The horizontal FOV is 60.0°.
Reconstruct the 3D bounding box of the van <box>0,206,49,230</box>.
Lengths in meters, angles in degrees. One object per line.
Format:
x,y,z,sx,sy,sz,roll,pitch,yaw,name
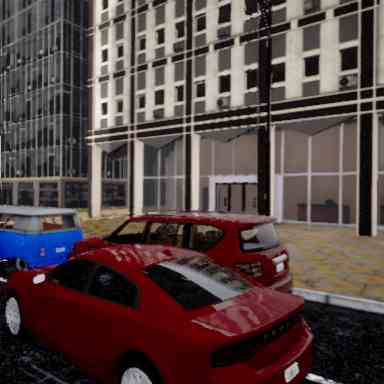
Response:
-5.114,1.353,10.210,3.998,1.788,1.690,0,0,36,van

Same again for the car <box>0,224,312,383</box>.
-0.928,1.485,4.708,5.008,1.535,1.882,0,0,42,car

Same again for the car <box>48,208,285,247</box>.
-0.492,1.327,6.902,5.009,1.841,2.192,0,0,36,car
